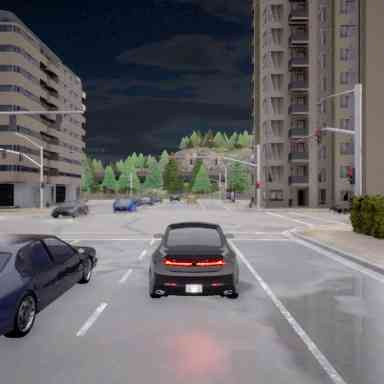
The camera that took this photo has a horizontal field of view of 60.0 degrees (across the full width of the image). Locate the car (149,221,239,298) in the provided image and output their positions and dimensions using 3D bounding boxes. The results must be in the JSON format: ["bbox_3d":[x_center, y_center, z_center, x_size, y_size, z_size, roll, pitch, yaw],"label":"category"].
[{"bbox_3d":[0.050,1.505,8.466,1.837,1.490,4.892,0,0,0],"label":"car"}]

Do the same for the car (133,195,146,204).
[{"bbox_3d":[-10.615,1.494,67.343,1.837,1.490,4.892,0,2,0],"label":"car"}]

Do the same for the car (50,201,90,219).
[{"bbox_3d":[-10.648,1.547,29.618,2.033,1.411,5.357,0,0,0],"label":"car"}]

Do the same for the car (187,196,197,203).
[{"bbox_3d":[-0.031,1.477,70.020,1.882,1.535,5.008,0,0,0],"label":"car"}]

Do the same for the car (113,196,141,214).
[{"bbox_3d":[-7.158,1.477,36.081,1.882,1.535,5.008,0,0,0],"label":"car"}]

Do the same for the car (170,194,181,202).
[{"bbox_3d":[-3.618,1.194,72.924,2.097,1.767,4.553,0,0,0],"label":"car"}]

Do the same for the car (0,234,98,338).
[{"bbox_3d":[-3.460,1.547,6.537,2.033,1.411,5.357,0,0,0],"label":"car"}]

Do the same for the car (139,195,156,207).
[{"bbox_3d":[-7.176,1.526,52.309,1.812,1.442,4.674,0,0,-1],"label":"car"}]

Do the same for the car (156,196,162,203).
[{"bbox_3d":[-7.127,1.561,67.218,1.994,1.385,4.181,0,0,0],"label":"car"}]

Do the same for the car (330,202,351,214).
[{"bbox_3d":[17.290,1.547,34.599,5.357,1.411,2.033,0,0,0],"label":"car"}]

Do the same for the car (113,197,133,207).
[{"bbox_3d":[-10.677,1.492,51.587,2.128,1.511,4.902,0,0,0],"label":"car"}]
